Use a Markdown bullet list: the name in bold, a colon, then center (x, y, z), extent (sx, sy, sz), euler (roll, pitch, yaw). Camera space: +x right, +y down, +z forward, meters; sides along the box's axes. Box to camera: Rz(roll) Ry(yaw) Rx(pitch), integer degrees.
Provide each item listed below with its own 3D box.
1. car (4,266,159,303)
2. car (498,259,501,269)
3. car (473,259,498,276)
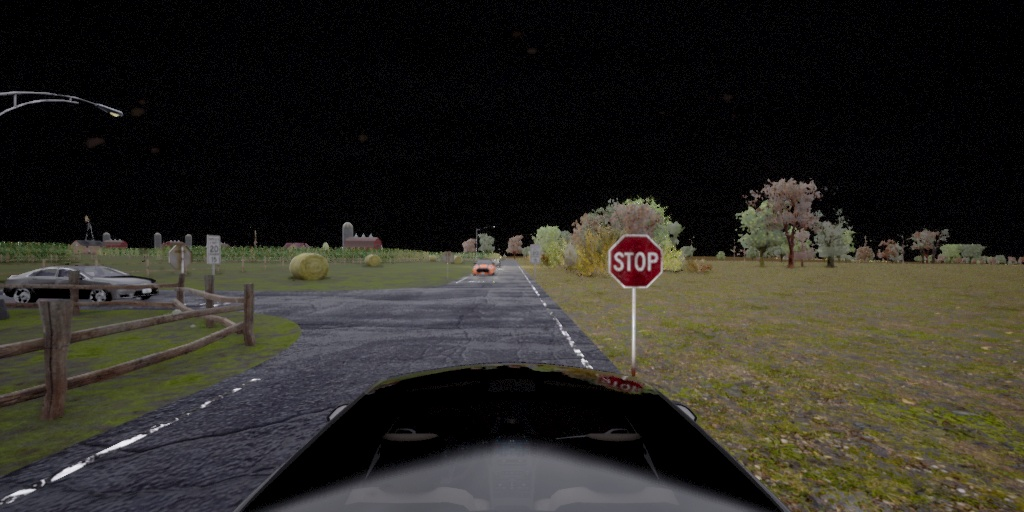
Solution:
- **car**: center (-17.414, 1.146, 14.665), extent (4.902, 1.511, 2.128), euler (0, 1, -1)
- **car**: center (-2.807, 1.244, 59.219), extent (2.128, 1.511, 4.902), euler (0, 0, 0)
- **car**: center (-2.784, 1.105, 36.518), extent (2.097, 1.767, 4.553), euler (0, 0, 0)
